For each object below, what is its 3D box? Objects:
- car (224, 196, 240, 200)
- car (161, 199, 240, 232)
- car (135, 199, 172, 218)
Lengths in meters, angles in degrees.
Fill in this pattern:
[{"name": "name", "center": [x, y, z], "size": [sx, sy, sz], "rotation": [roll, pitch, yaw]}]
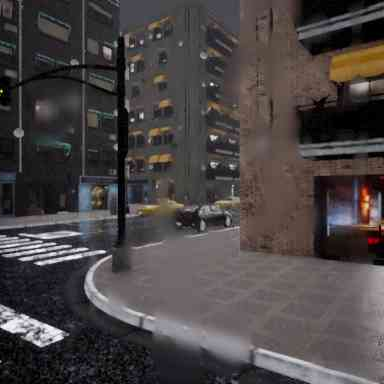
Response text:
[{"name": "car", "center": [4.146, 1.110, 36.523], "size": [1.752, 1.417, 4.829], "rotation": [1, 1, 36]}, {"name": "car", "center": [0.631, 1.332, 18.292], "size": [2.008, 1.369, 4.403], "rotation": [1, 1, 36]}, {"name": "car", "center": [-2.524, 1.251, 27.351], "size": [1.752, 1.417, 4.829], "rotation": [1, 1, 36]}]
